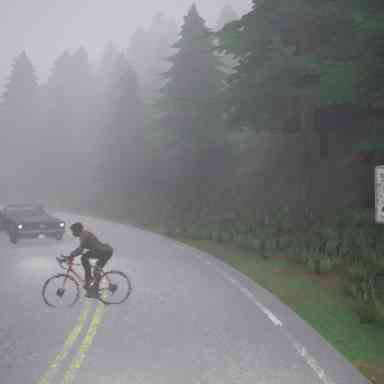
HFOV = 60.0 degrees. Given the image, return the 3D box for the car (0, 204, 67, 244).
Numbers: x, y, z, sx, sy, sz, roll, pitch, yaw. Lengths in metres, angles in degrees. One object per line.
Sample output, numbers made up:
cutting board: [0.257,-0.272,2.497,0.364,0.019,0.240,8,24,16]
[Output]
car: [-6.858,1.209,14.010,1.895,1.301,4.718,1,3,-38]

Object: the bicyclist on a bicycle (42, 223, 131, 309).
bicyclist on a bicycle: [-2.006,1.404,6.334,1.656,1.620,0.582,-2,1,-9]
